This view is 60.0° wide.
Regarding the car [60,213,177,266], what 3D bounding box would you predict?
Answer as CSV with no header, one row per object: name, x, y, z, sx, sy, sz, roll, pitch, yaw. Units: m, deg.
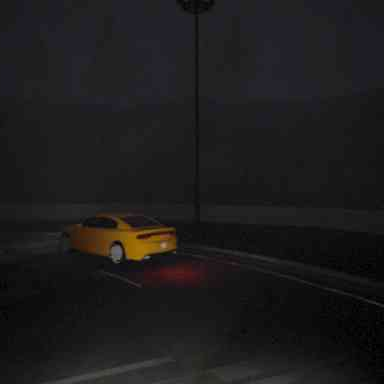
car,-2.732,1.469,11.660,5.008,1.535,1.882,0,-1,41
